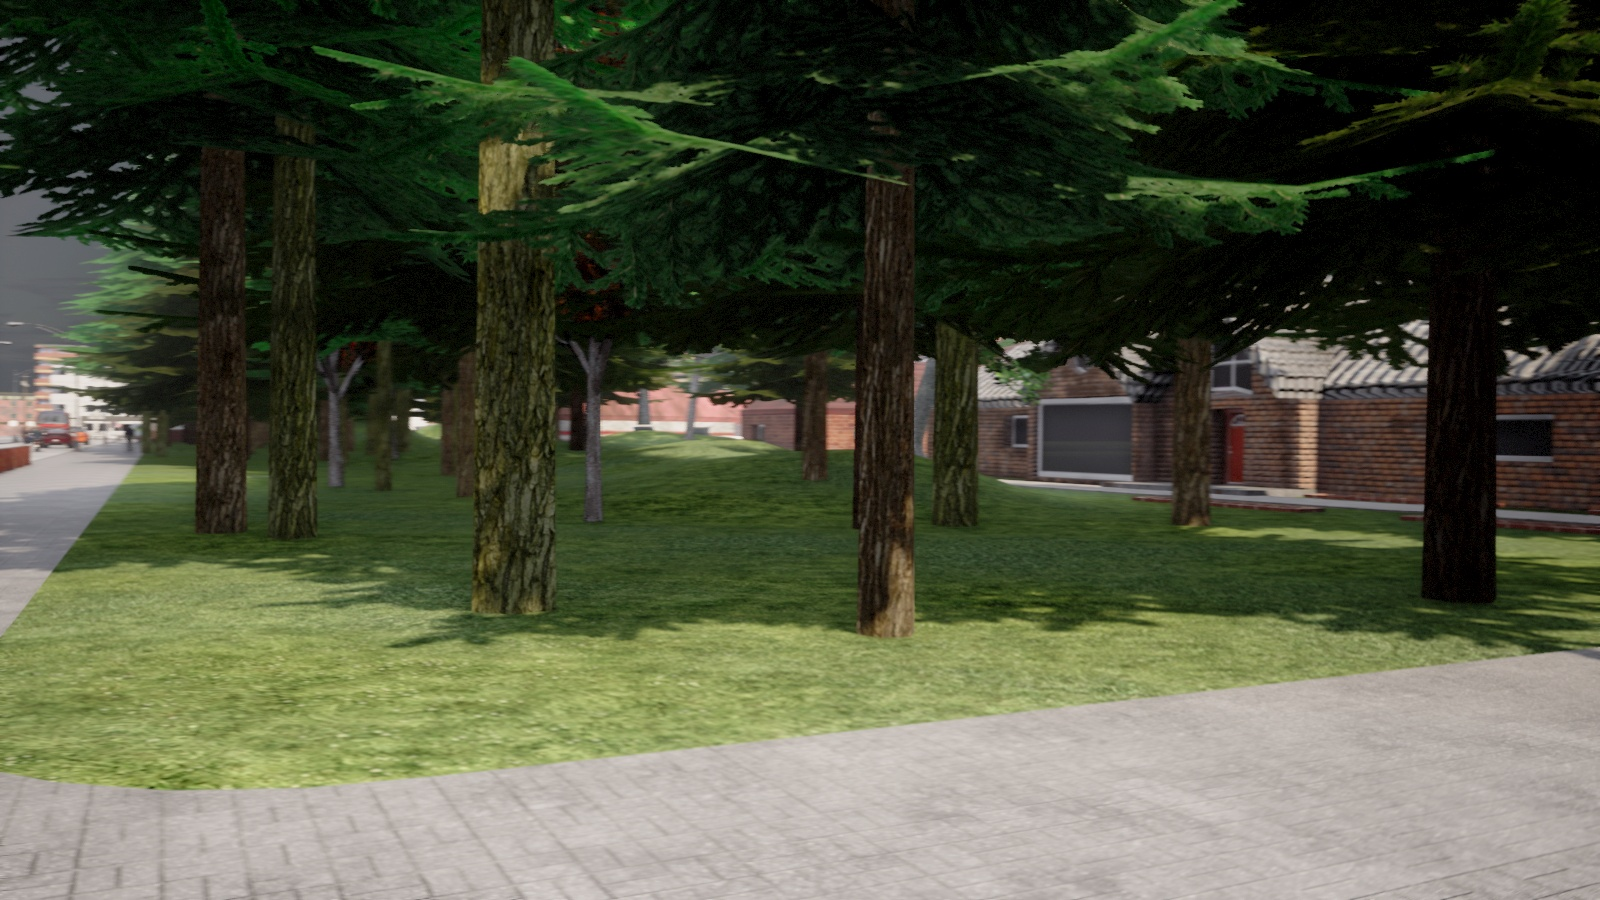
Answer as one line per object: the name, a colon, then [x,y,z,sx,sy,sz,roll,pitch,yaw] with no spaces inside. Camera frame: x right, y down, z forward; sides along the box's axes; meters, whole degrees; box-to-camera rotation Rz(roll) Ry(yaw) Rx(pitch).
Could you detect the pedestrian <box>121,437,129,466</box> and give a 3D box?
pedestrian: [-43.156,0.091,80.287,0.370,1.835,0.726,-1,1,-26]
